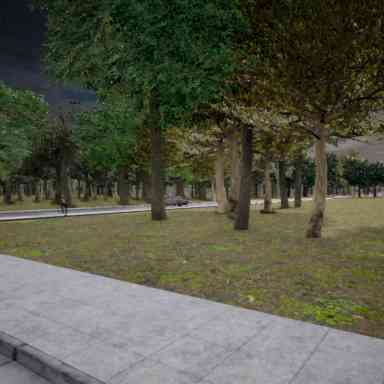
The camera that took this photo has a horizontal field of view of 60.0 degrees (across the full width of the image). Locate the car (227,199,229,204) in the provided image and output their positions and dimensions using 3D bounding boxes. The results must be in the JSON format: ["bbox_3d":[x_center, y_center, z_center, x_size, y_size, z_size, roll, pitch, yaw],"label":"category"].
[{"bbox_3d":[8.488,1.538,63.741,1.994,1.385,4.181,0,0,36],"label":"car"}]

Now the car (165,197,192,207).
[{"bbox_3d":[-1.976,1.469,49.141,2.128,1.511,4.902,0,0,36],"label":"car"}]

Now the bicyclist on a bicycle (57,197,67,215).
[{"bbox_3d":[-11.870,1.297,30.355,1.656,1.620,0.582,0,0,36],"label":"bicyclist on a bicycle"}]
